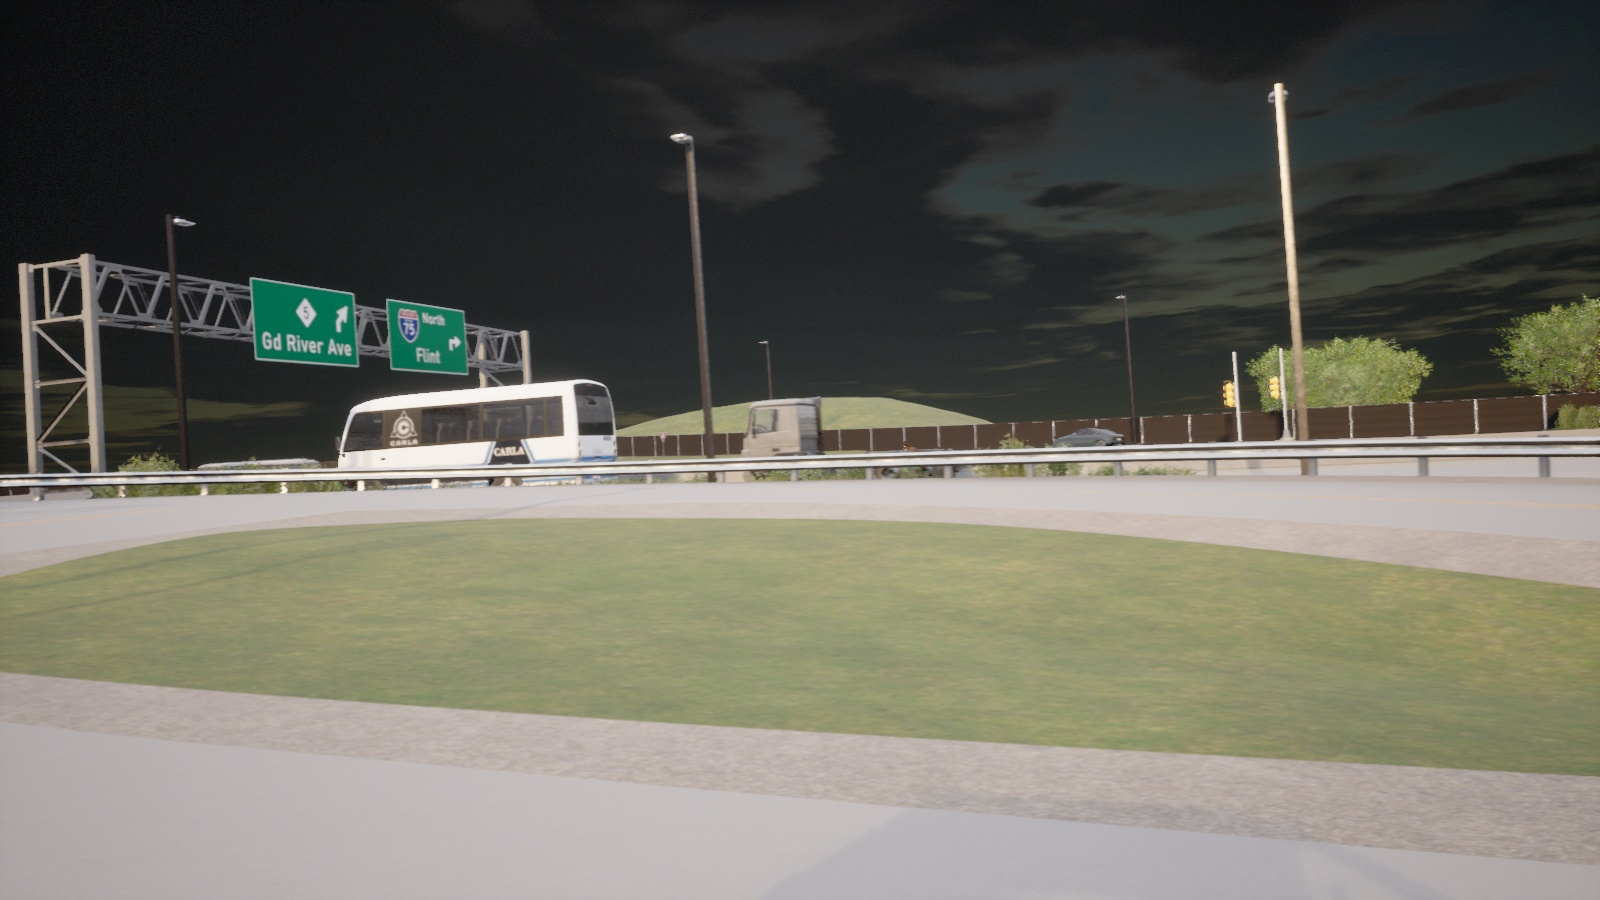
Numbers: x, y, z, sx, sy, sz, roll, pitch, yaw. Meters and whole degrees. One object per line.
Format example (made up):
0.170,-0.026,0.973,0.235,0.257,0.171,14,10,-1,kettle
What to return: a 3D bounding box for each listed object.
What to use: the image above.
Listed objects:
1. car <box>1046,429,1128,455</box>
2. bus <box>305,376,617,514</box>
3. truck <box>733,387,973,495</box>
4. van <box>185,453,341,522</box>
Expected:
16.761,-0.454,73.396,4.181,1.385,1.994,-2,1,45,car
-12.317,-0.123,45.745,10.273,4.253,3.944,-3,0,18,bus
1.914,-0.274,44.844,7.936,3.462,2.891,-2,0,18,truck
-17.072,1.192,39.940,4.442,1.987,1.775,-2,0,18,van
